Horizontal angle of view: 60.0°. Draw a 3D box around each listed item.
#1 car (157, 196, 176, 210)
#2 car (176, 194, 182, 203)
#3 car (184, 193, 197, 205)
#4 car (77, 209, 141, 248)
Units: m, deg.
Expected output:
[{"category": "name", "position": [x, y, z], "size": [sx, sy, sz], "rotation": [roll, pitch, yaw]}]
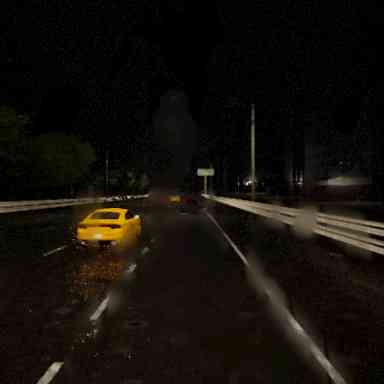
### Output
[{"category": "car", "position": [-3.589, 1.508, 44.509], "size": [1.882, 1.535, 5.008], "rotation": [0, 0, 0]}, {"category": "car", "position": [-3.760, 1.544, 74.557], "size": [1.882, 1.535, 5.008], "rotation": [0, 0, 0]}, {"category": "car", "position": [-0.074, 1.529, 61.653], "size": [1.882, 1.535, 5.008], "rotation": [0, 0, 0]}, {"category": "car", "position": [-3.507, 1.482, 14.857], "size": [1.882, 1.535, 5.008], "rotation": [0, 0, 0]}]
